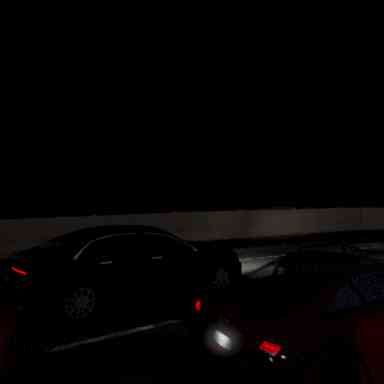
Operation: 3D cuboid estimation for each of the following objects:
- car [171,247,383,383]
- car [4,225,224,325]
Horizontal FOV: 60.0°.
[{"bbox_3d":[2.062,1.540,4.540,4.181,1.385,1.994,0,0,-30],"label":"car"},{"bbox_3d":[-1.155,1.458,7.026,4.892,1.490,1.837,0,0,-32],"label":"car"}]
